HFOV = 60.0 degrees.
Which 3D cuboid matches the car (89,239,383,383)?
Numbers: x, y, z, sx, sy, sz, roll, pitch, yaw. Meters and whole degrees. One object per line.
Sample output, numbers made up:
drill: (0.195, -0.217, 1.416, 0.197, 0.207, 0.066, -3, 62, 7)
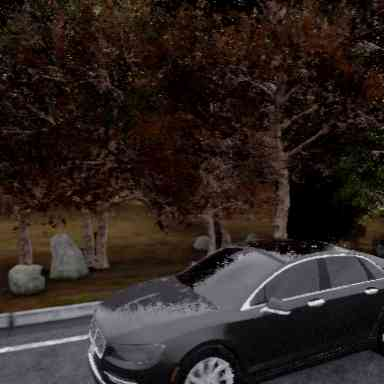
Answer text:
car: (1.110, 1.486, 4.677, 4.892, 1.490, 1.837, 1, 0, -26)
